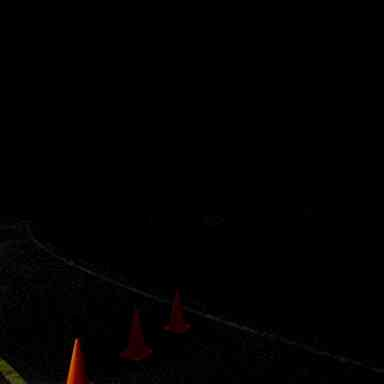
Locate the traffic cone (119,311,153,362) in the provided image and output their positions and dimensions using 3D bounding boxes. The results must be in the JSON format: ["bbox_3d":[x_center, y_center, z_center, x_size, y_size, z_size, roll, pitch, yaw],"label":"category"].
[{"bbox_3d":[-0.764,1.938,4.590,0.340,0.580,0.340,1,1,31],"label":"traffic cone"}]

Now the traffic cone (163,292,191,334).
[{"bbox_3d":[-0.245,1.931,5.441,0.340,0.580,0.340,1,1,31],"label":"traffic cone"}]

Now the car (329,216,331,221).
[{"bbox_3d":[35.609,6.632,82.738,1.851,1.617,3.988,-4,-3,4],"label":"car"}]

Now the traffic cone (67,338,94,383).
[{"bbox_3d":[-1.284,1.945,3.740,0.340,0.580,0.340,1,1,31],"label":"traffic cone"}]
